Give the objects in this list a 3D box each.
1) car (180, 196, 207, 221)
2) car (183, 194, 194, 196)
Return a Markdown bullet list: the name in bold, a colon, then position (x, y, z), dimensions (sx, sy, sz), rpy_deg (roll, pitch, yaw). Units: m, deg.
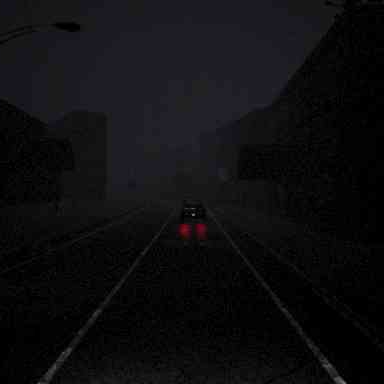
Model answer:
- **car**: position (0.098, 1.338, 25.396), dimensions (2.128, 1.511, 4.902), rpy_deg (0, 1, 0)
- **car**: position (-0.421, 1.067, 42.503), dimensions (1.837, 1.490, 4.892), rpy_deg (0, 1, -4)
